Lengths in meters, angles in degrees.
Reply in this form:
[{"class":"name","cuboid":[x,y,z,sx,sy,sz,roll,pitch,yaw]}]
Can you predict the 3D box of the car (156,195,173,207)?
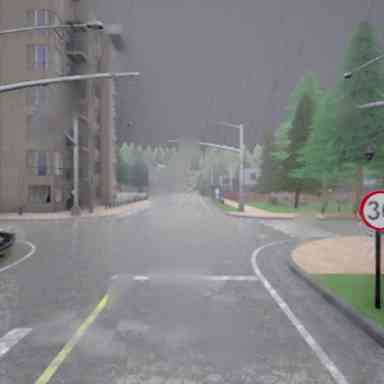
[{"class":"car","cuboid":[-3.479,1.113,43.077,1.812,1.442,4.674,0,1,0]}]
